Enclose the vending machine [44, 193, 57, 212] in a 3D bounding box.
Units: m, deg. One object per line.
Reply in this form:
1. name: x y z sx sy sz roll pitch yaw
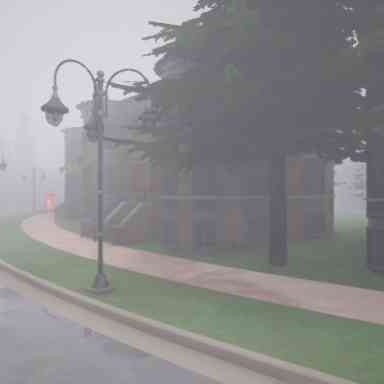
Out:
1. vending machine: -16.198 1.194 38.068 1.100 2.100 0.880 0 0 -2
